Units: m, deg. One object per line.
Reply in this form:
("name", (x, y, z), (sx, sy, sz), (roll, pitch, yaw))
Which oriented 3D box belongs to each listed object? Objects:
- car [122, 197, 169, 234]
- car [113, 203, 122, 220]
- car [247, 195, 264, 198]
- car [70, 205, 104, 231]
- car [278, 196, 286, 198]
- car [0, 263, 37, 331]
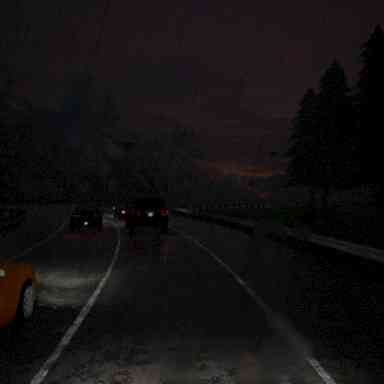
("car", (-2.856, 1.322, 20.332), (2.150, 2.045, 5.566), (0, -1, -14))
("car", (-5.985, 1.707, 30.258), (2.033, 1.411, 5.357), (0, 0, -21))
("car", (18.510, 1.910, 93.678), (4.181, 1.385, 1.994), (0, 0, -38))
("car", (-6.755, 1.614, 21.516), (2.128, 1.511, 4.902), (0, 0, -15))
("car", (24.234, 1.856, 89.346), (5.357, 1.411, 2.033), (0, 0, -38))
("car", (-3.728, 1.511, 4.217), (1.882, 1.535, 5.008), (0, 0, -3))
